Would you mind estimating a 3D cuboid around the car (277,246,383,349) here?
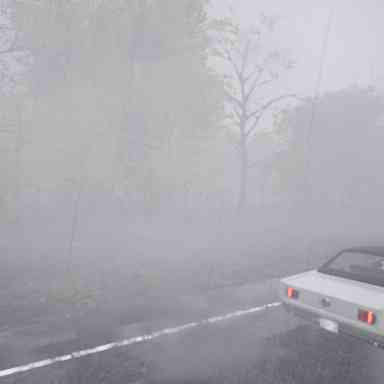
[{"bbox_3d":[3.855,1.667,6.060,4.718,1.301,1.895,0,-1,-33],"label":"car"}]
